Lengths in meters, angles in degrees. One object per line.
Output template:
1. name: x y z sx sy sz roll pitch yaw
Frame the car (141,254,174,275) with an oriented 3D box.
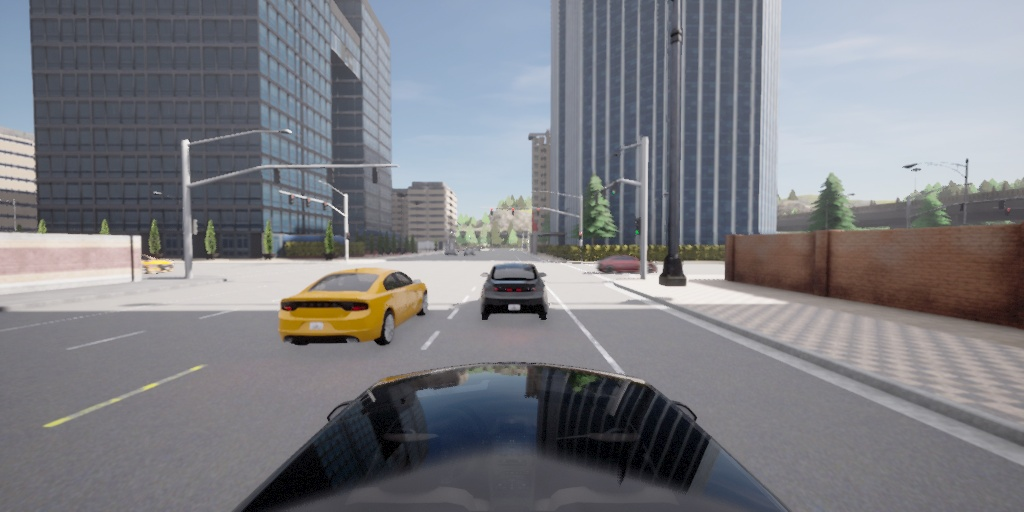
1. car: -27.136 0.557 25.600 5.008 1.535 1.882 1 2 -1

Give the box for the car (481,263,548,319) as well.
1. car: 0.061 0.963 11.434 1.837 1.490 4.892 0 2 0

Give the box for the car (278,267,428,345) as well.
1. car: -3.442 1.014 8.813 1.882 1.535 5.008 0 2 0

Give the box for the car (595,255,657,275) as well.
1. car: 8.199 0.592 25.932 4.181 1.385 1.994 0 2 -1
